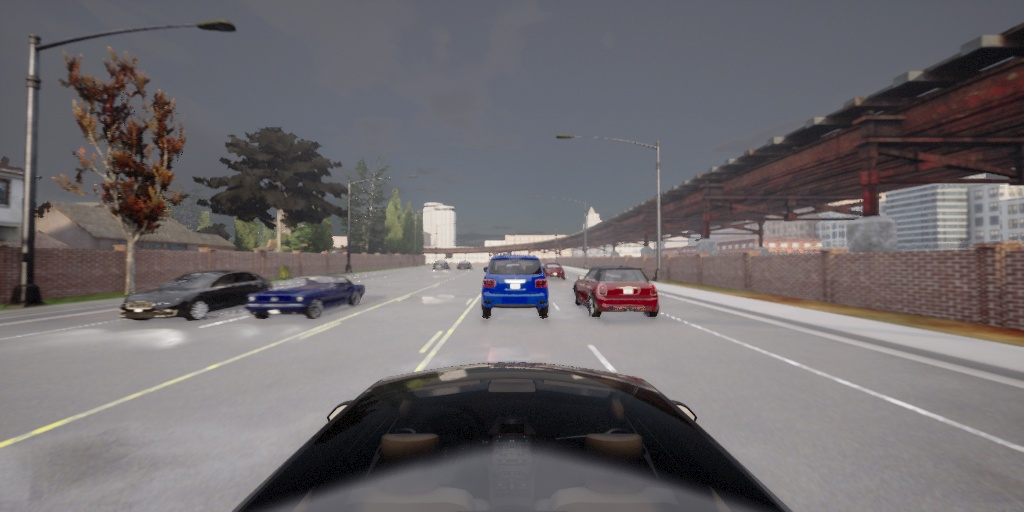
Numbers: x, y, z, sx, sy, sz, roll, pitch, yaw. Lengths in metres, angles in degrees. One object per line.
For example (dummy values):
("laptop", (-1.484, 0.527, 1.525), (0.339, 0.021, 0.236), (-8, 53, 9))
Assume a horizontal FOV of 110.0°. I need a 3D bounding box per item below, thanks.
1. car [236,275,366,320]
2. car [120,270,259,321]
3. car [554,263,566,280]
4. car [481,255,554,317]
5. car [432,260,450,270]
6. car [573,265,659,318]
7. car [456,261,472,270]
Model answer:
("car", (-7.105, 1.371, 12.923), (1.895, 1.301, 4.718), (0, 0, 0))
("car", (-10.605, 1.272, 12.596), (1.837, 1.490, 4.892), (0, 0, 0))
("car", (3.589, 1.330, 32.169), (1.812, 1.442, 4.674), (0, 0, 0))
("car", (0.095, 0.992, 13.329), (2.150, 2.045, 5.566), (0, 0, 0))
("car", (-10.588, 1.368, 53.835), (1.812, 1.442, 4.674), (0, 0, 0))
("car", (3.596, 1.122, 13.225), (2.097, 1.767, 4.553), (0, 0, 0))
("car", (-7.086, 1.390, 53.836), (2.033, 1.411, 5.357), (0, 0, 0))
